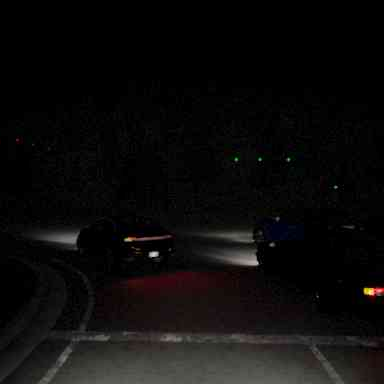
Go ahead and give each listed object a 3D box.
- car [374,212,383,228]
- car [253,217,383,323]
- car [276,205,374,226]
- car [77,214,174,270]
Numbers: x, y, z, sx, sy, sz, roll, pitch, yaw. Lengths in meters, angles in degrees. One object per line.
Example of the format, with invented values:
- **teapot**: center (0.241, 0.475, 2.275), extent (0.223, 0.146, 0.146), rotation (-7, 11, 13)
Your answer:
- **car**: center (8.257, 1.543, 13.810), extent (1.812, 1.442, 4.674), rotation (0, 0, -25)
- **car**: center (3.105, 1.557, 7.580), extent (2.033, 1.411, 5.357), rotation (0, 0, -8)
- **car**: center (4.479, 1.369, 13.468), extent (2.097, 1.767, 4.553), rotation (0, 0, -27)
- **car**: center (-2.410, 1.506, 11.234), extent (2.128, 1.511, 4.902), rotation (1, 0, -34)
